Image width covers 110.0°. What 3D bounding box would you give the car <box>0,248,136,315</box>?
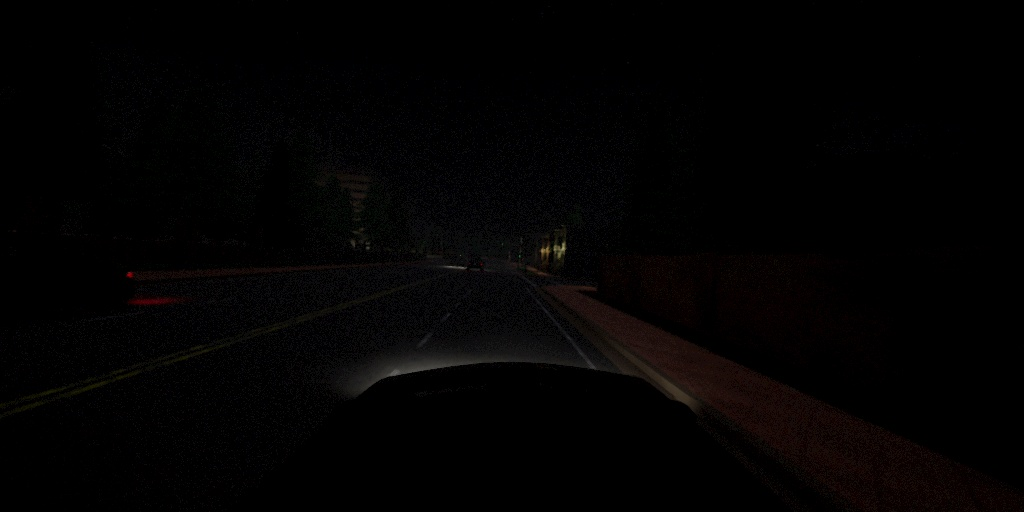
[{"bbox_3d":[-10.709,0.545,7.542,1.994,1.385,4.181,4,0,-2],"label":"car"}]

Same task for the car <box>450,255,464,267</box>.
[{"bbox_3d":[-8.804,0.824,58.326,2.097,1.767,4.553,4,0,-1],"label":"car"}]

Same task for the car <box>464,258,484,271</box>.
[{"bbox_3d":[-4.865,1.055,48.804,2.097,1.767,4.553,4,0,-2],"label":"car"}]
